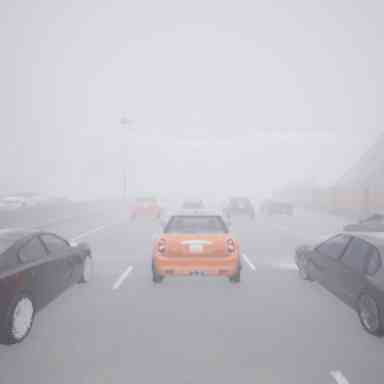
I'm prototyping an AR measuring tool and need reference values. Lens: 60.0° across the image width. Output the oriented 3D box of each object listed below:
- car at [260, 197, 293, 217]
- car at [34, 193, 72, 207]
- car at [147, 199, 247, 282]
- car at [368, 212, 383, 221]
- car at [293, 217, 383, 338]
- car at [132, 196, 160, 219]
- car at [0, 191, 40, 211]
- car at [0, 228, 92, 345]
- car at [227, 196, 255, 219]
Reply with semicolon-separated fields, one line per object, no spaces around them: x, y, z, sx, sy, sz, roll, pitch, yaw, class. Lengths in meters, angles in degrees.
7.098;1.202;28.365;1.882;1.535;5.008;0;1;0;car
-14.075;1.170;34.513;1.837;1.490;4.892;0;0;0;car
0.101;1.257;9.615;2.097;1.767;4.553;0;1;0;car
7.100;1.411;11.731;1.812;1.442;4.674;0;1;0;car
3.601;1.484;6.438;2.033;1.411;5.357;0;1;0;car
-3.402;1.094;26.498;2.097;1.767;4.553;0;1;0;car
-17.590;0.883;34.528;2.150;2.045;5.566;0;1;0;car
-3.400;1.415;6.277;1.882;1.535;5.008;0;1;0;car
3.598;1.094;26.489;2.097;1.767;4.553;0;1;0;car
